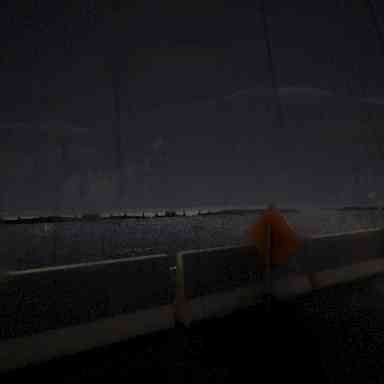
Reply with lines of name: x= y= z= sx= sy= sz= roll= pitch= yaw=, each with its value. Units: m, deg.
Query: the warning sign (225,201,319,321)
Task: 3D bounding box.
warning sign: x=1.439 y=1.114 z=6.096 sx=1.060 sy=1.860 sz=1.300 roll=0 pitch=0 yaw=-34
